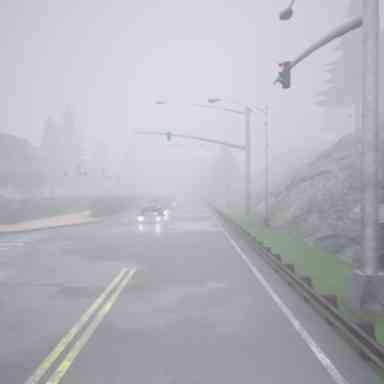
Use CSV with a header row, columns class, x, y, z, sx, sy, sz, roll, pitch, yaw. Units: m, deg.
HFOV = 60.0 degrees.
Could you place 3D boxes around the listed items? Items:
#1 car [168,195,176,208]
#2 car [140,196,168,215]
class,x,y,z,sx,sy,sz,roll,pitch,yaw
car,-3.580,1.215,41.296,2.128,1.511,4.902,0,0,0
car,-3.585,1.298,30.911,1.837,1.490,4.892,0,0,0
